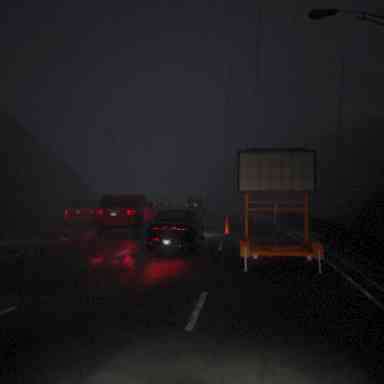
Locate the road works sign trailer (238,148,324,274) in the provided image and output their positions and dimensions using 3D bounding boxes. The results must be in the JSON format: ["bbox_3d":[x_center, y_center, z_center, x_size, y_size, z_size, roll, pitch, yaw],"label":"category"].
[{"bbox_3d":[2.635,0.428,10.523,2.380,3.560,2.880,0,0,6],"label":"road works sign trailer"}]

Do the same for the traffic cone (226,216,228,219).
[{"bbox_3d":[2.063,1.888,19.632,0.340,0.580,0.340,0,0,6],"label":"traffic cone"}]

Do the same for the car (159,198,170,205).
[{"bbox_3d":[-3.409,1.401,36.607,1.812,1.442,4.674,0,0,-3],"label":"car"}]

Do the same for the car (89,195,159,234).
[{"bbox_3d":[-3.572,1.157,18.787,2.150,2.045,5.566,0,0,5],"label":"car"}]

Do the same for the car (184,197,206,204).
[{"bbox_3d":[0.273,1.243,32.071,2.097,1.767,4.553,0,0,-1],"label":"car"}]

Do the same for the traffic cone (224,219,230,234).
[{"bbox_3d":[1.861,1.895,17.642,0.340,0.580,0.340,0,0,6],"label":"traffic cone"}]

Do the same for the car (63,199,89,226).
[{"bbox_3d":[-6.864,1.274,22.570,2.097,1.767,4.553,0,0,4],"label":"car"}]

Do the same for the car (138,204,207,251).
[{"bbox_3d":[-0.576,1.457,13.891,1.837,1.490,4.892,0,0,7],"label":"car"}]
